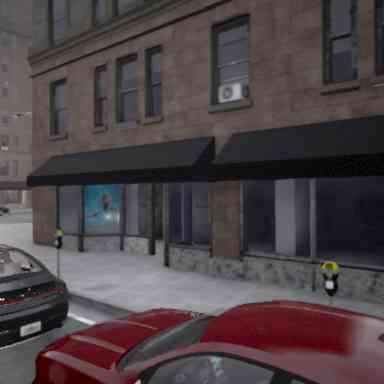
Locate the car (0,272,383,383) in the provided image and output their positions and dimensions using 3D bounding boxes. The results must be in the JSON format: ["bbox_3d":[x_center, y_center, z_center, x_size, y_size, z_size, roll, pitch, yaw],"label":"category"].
[{"bbox_3d":[0.597,1.544,2.430,4.507,1.381,1.887,0,0,35],"label":"car"}]

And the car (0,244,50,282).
[{"bbox_3d":[-3.877,1.551,5.615,4.403,1.369,2.008,0,0,35],"label":"car"}]

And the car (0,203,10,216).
[{"bbox_3d":[-20.022,1.635,31.886,1.812,1.442,4.674,-1,-1,37],"label":"car"}]
